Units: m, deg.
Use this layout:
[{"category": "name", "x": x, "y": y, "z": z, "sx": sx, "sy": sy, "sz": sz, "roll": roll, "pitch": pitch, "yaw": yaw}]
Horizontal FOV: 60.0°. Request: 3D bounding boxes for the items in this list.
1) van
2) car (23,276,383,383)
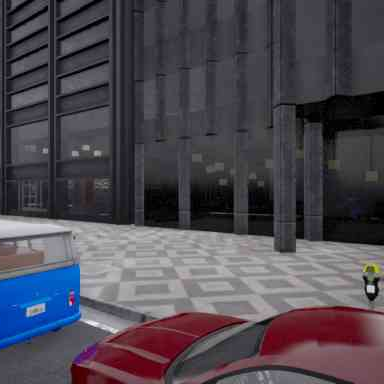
[{"category": "van", "x": -3.593, "y": 1.341, "z": 5.531, "sx": 3.998, "sy": 1.788, "sz": 1.690, "roll": 0, "pitch": 0, "yaw": 36}, {"category": "car", "x": 0.971, "y": 1.545, "z": 2.272, "sx": 4.507, "sy": 1.381, "sz": 1.887, "roll": 0, "pitch": 0, "yaw": 36}]
